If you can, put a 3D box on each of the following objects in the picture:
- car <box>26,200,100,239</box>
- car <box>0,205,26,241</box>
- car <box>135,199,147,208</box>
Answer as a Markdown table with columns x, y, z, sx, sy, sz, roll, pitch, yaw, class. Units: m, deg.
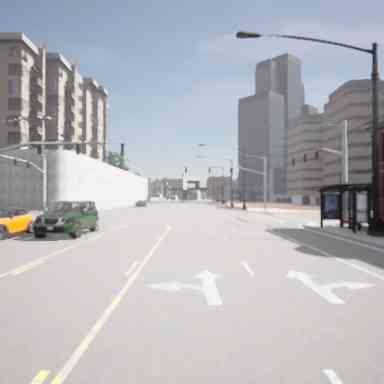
| x | y | z | sx | sy | sz | roll | pitch | yaw | class |
| --- | --- | --- | --- | --- | --- | --- | --- | --- | --- |
| -7.030 | 1.495 | 19.285 | 2.150 | 2.045 | 5.566 | 0 | -1 | 1 | car |
| -10.543 | 1.608 | 18.173 | 2.097 | 1.767 | 4.553 | 0 | -1 | 1 | car |
| -10.489 | 2.317 | 68.588 | 2.097 | 1.767 | 4.553 | 0 | -1 | 0 | car |
